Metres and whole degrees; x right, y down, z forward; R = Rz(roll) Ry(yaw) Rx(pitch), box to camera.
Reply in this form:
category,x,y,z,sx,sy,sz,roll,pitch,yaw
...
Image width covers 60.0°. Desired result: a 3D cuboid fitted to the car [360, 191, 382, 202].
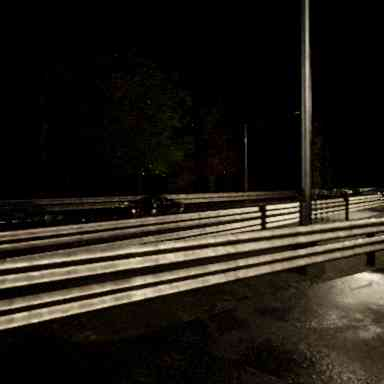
category,x,y,z,sx,sy,sz,roll,pitch,yaw
car,22.912,0.557,42.570,1.994,1.385,4.181,0,1,38

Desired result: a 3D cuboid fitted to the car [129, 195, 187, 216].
category,x,y,z,sx,sy,sz,roll,pitch,yaw
car,-2.410,1.031,24.702,1.837,1.490,4.892,0,0,42

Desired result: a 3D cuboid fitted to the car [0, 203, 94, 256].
category,x,y,z,sx,sy,sz,roll,pitch,yaw
car,-5.490,1.111,10.688,2.097,1.767,4.553,0,1,42

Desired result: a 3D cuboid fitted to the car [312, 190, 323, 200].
category,x,y,z,sx,sy,sz,roll,pitch,yaw
car,17.302,0.493,46.581,2.128,1.511,4.902,0,1,34

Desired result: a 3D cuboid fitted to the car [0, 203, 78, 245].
category,x,y,z,sx,sy,sz,roll,pitch,yaw
car,-7.643,1.289,13.535,2.033,1.411,5.357,0,1,42

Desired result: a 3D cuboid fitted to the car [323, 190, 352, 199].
category,x,y,z,sx,sy,sz,roll,pitch,yaw
car,19.601,0.482,44.149,1.882,1.535,5.008,0,1,43
